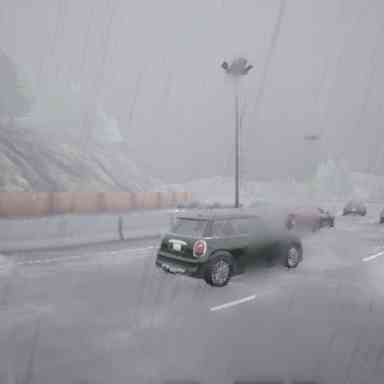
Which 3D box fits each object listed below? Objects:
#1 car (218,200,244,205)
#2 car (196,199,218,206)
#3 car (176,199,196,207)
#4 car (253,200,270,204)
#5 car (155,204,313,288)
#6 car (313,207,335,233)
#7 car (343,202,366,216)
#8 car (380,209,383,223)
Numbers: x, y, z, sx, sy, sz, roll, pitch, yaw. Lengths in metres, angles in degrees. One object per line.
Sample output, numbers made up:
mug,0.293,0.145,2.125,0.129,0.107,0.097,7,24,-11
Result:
car,5.344,1.715,42.793,1.812,1.442,4.674,0,0,26
car,2.667,1.728,45.267,1.812,1.442,4.674,0,0,26
car,-0.327,1.760,46.910,2.033,1.411,5.357,0,0,26
car,8.691,1.746,41.740,1.994,1.385,4.181,0,0,26
car,1.253,1.396,9.669,4.553,1.767,2.097,0,0,-40
car,7.346,1.614,20.625,1.812,1.442,4.674,0,0,41
car,16.855,1.706,34.397,1.994,1.385,4.181,0,0,29
car,15.728,1.652,25.696,2.033,1.411,5.357,0,0,35
